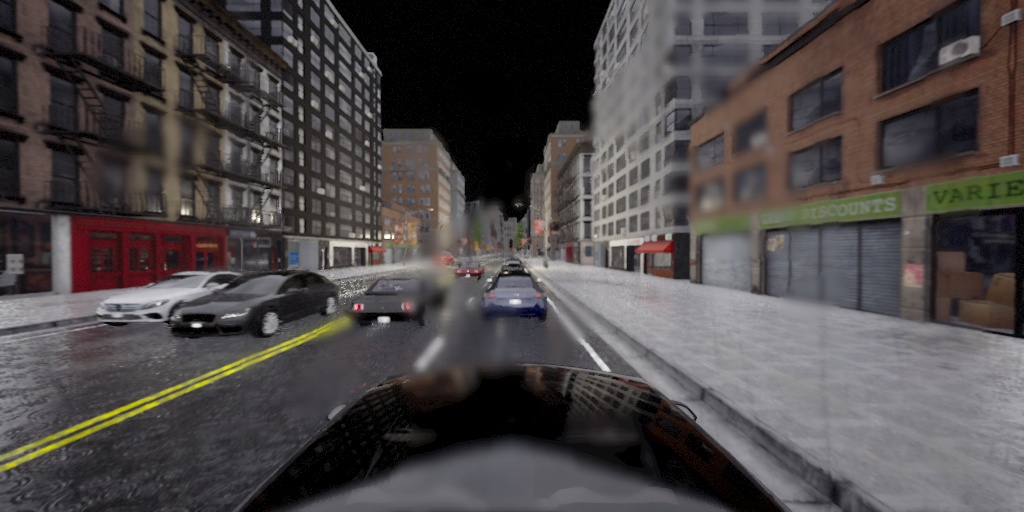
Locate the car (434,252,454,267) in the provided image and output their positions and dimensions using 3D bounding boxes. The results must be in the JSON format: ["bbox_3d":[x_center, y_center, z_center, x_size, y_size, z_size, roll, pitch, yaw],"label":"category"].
[{"bbox_3d":[-9.878,0.495,52.713,2.150,2.045,5.566,0,1,0],"label":"car"}]

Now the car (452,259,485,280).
[{"bbox_3d":[-3.178,1.109,28.137,1.895,1.301,4.718,0,1,0],"label":"car"}]

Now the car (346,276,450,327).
[{"bbox_3d":[-3.163,1.267,11.085,1.895,1.301,4.718,0,1,0],"label":"car"}]

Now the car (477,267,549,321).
[{"bbox_3d":[0.088,1.223,11.963,1.994,1.385,4.181,0,1,0],"label":"car"}]

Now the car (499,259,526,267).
[{"bbox_3d":[0.058,1.000,29.567,1.837,1.490,4.892,0,1,0],"label":"car"}]

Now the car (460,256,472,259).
[{"bbox_3d":[-6.633,0.794,51.037,1.837,1.490,4.892,0,1,0],"label":"car"}]

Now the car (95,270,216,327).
[{"bbox_3d":[-9.862,1.190,11.287,1.812,1.442,4.674,0,1,0],"label":"car"}]

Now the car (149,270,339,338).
[{"bbox_3d":[-6.609,1.182,9.935,1.837,1.490,4.892,0,1,0],"label":"car"}]
